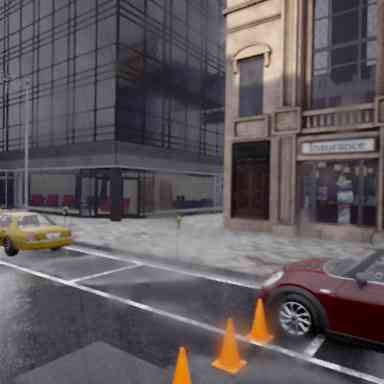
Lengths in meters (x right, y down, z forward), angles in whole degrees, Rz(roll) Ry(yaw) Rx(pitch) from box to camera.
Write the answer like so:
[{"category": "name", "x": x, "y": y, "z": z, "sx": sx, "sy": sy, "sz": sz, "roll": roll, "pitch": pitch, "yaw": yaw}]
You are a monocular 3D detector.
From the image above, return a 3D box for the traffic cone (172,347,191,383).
[{"category": "traffic cone", "x": -0.109, "y": 1.912, "z": 3.454, "sx": 0.340, "sy": 0.580, "sz": 0.340, "roll": 2, "pitch": 1, "yaw": 36}]

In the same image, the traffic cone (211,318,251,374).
[{"category": "traffic cone", "x": 0.480, "y": 1.914, "z": 4.262, "sx": 0.340, "sy": 0.580, "sz": 0.340, "roll": 2, "pitch": 1, "yaw": 36}]

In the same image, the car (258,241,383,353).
[{"category": "car", "x": 3.051, "y": 1.443, "z": 4.915, "sx": 4.097, "sy": 1.590, "sz": 1.967, "roll": 2, "pitch": 1, "yaw": 36}]

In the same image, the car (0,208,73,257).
[{"category": "car", "x": -6.141, "y": 1.255, "z": 11.614, "sx": 4.829, "sy": 1.417, "sz": 1.752, "roll": 2, "pitch": 1, "yaw": 36}]

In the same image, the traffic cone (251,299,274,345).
[{"category": "traffic cone", "x": 1.021, "y": 1.915, "z": 5.034, "sx": 0.340, "sy": 0.580, "sz": 0.340, "roll": 2, "pitch": 1, "yaw": 38}]
